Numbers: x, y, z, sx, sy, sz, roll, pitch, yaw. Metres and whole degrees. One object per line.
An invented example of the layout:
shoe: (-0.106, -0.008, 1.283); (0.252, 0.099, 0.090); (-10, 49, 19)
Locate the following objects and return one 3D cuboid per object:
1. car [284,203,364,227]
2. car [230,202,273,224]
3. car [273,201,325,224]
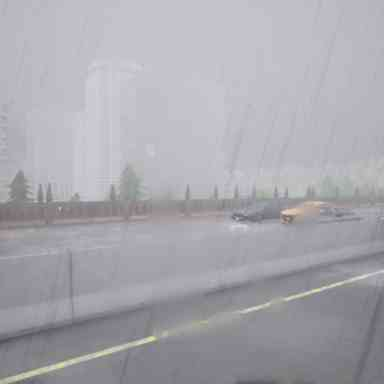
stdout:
car: (7.008, 1.491, 17.022); (4.181, 1.385, 1.994); (0, 0, -35)
car: (5.287, 1.453, 24.384); (5.357, 1.411, 2.033); (0, 0, -35)
car: (7.962, 1.385, 21.989); (5.008, 1.535, 1.882); (0, 0, -35)
